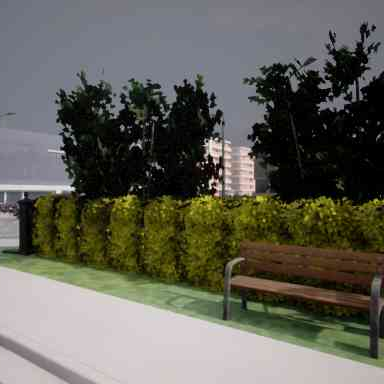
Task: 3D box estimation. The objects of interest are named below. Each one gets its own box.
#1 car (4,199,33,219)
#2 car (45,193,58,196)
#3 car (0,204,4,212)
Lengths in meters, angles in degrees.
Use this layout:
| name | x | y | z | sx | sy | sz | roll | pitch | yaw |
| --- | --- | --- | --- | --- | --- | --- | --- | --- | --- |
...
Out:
| name | x | y | z | sx | sy | sz | roll | pitch | yaw |
| --- | --- | --- | --- | --- | --- | --- | --- | --- | --- |
| car | -12.645 | 1.487 | 28.041 | 1.837 | 1.490 | 4.892 | 0 | 0 | 35 |
| car | -15.244 | 1.167 | 36.865 | 2.150 | 2.045 | 5.566 | 0 | 0 | 36 |
| car | -19.070 | 1.502 | 37.534 | 2.033 | 1.411 | 5.357 | 0 | 0 | 35 |
